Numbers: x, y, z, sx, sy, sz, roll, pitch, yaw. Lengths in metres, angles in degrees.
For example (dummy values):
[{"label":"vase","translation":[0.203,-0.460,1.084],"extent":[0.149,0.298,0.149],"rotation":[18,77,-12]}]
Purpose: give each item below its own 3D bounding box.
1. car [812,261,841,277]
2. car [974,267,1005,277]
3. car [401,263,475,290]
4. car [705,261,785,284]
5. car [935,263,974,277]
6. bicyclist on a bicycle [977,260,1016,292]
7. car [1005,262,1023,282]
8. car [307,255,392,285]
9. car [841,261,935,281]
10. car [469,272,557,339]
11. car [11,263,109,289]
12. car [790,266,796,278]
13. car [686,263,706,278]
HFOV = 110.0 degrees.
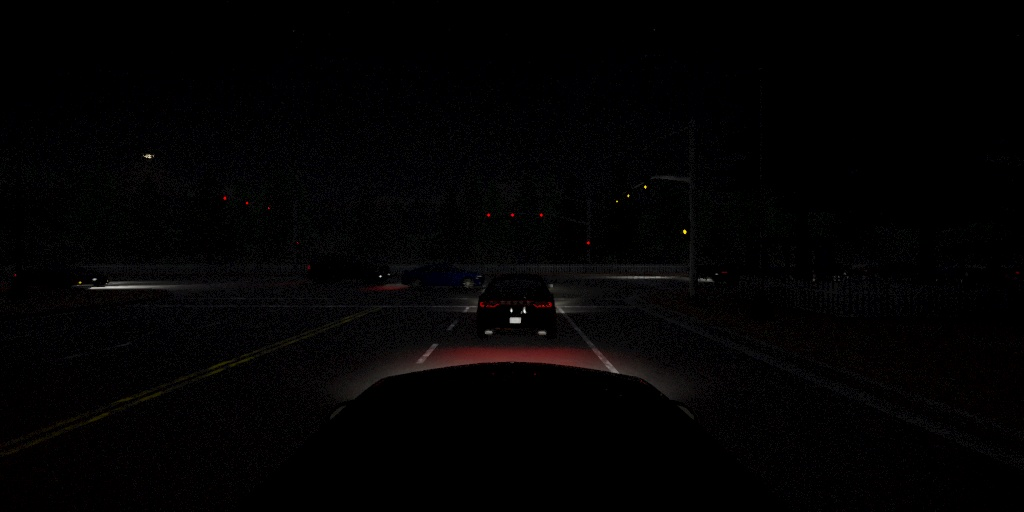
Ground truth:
[{"label":"car","translation":[27.748,1.186,32.309],"extent":[4.902,1.511,2.128],"rotation":[0,0,2]},{"label":"car","translation":[39.925,1.172,27.570],"extent":[5.008,1.535,1.882],"rotation":[0,0,14]},{"label":"car","translation":[-4.179,1.208,21.947],"extent":[5.008,1.535,1.882],"rotation":[0,0,0]},{"label":"car","translation":[16.468,1.258,25.332],"extent":[4.181,1.385,1.994],"rotation":[0,0,0]},{"label":"car","translation":[37.672,1.295,31.591],"extent":[4.718,1.301,1.895],"rotation":[0,0,9]},{"label":"bicyclist on a bicycle","translation":[22.821,0.995,17.011],"extent":[0.582,1.620,1.656],"rotation":[0,0,0]},{"label":"car","translation":[38.156,1.242,24.356],"extent":[5.357,1.411,2.033],"rotation":[0,0,11]},{"label":"car","translation":[-11.511,0.939,25.481],"extent":[5.566,2.045,2.150],"rotation":[0,0,1]},{"label":"car","translation":[29.988,1.172,28.739],"extent":[5.008,1.535,1.882],"rotation":[0,0,3]},{"label":"car","translation":[0.173,1.228,10.149],"extent":[1.882,1.535,5.008],"rotation":[0,0,2]},{"label":"car","translation":[-27.661,1.258,22.054],"extent":[4.181,1.385,1.994],"rotation":[0,0,0]},{"label":"car","translation":[20.235,1.242,29.010],"extent":[5.357,1.411,2.033],"rotation":[0,0,-1]},{"label":"car","translation":[18.417,1.186,32.487],"extent":[4.902,1.511,2.128],"rotation":[0,0,1]}]
